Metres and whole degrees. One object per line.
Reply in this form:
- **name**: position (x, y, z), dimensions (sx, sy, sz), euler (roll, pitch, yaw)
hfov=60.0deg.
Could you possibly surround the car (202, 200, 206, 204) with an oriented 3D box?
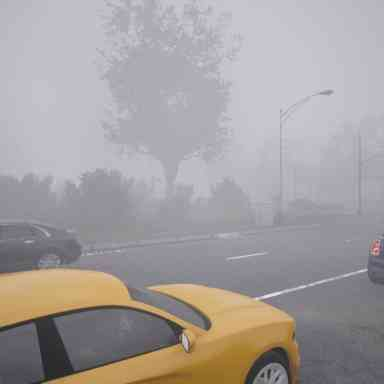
- **car**: position (3.710, 1.564, 54.916), dimensions (1.895, 1.301, 4.718), euler (0, 0, -33)

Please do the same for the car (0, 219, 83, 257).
- **car**: position (-5.431, 1.505, 8.715), dimensions (4.892, 1.490, 1.837), euler (0, 0, -35)

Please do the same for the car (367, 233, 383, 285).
- **car**: position (6.406, 1.352, 8.288), dimensions (4.553, 1.767, 2.097), euler (0, 0, -35)

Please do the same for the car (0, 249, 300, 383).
- **car**: position (-1.116, 1.478, 2.952), dimensions (5.008, 1.535, 1.882), euler (0, 0, -35)

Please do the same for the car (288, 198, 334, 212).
- **car**: position (13.685, 1.478, 39.242), dimensions (1.882, 1.535, 5.008), euler (0, 0, -32)

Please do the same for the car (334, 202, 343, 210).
- **car**: position (16.362, 1.478, 41.557), dimensions (1.882, 1.535, 5.008), euler (0, 0, -32)
